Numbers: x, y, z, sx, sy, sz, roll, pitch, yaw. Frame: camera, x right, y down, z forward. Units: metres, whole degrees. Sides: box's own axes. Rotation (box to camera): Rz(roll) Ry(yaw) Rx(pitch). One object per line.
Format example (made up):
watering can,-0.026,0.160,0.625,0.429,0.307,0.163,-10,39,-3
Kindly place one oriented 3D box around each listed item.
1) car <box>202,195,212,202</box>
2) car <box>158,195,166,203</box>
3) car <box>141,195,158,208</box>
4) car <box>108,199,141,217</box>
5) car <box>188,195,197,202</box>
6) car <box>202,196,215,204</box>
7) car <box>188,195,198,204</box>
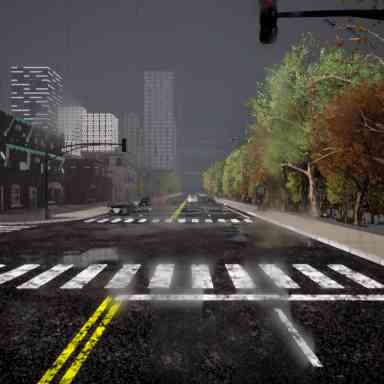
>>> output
car,3.328,1.510,74.397,2.033,1.411,5.357,0,0,0
car,-6.440,1.323,67.803,2.097,1.767,4.553,0,0,0
car,-6.550,1.487,48.132,1.837,1.490,4.892,0,0,0
car,-6.613,1.482,31.941,2.128,1.511,4.902,0,0,1
car,0.085,1.447,74.818,1.882,1.535,5.008,0,0,0
car,3.410,1.523,63.743,2.033,1.411,5.357,0,0,0
car,0.153,1.501,64.624,1.812,1.442,4.674,0,0,0
